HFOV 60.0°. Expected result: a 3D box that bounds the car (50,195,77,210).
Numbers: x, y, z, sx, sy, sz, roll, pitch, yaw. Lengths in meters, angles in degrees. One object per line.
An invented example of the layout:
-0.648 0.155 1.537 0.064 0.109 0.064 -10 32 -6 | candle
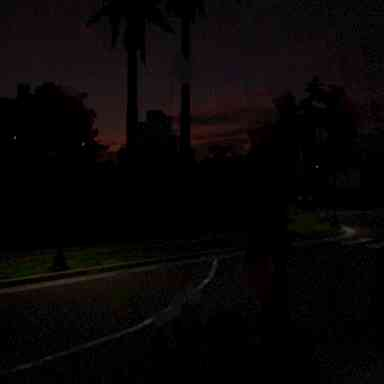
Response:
-15.205 1.088 38.262 4.605 1.855 1.932 -1 0 -37 | car
